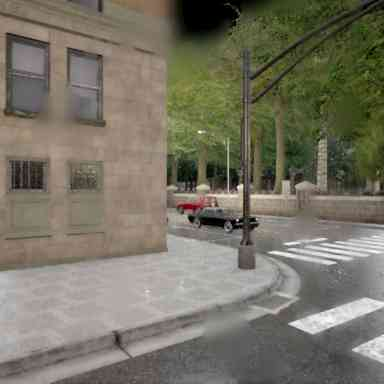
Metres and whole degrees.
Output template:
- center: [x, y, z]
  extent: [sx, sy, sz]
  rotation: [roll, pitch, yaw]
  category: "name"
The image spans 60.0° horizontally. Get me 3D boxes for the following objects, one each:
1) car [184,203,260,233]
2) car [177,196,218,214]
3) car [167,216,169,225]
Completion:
- center: [1.787, 1.585, 19.830]
  extent: [1.895, 1.301, 4.718]
  rotation: [0, 0, -35]
  category: "car"
- center: [0.547, 1.284, 31.774]
  extent: [2.192, 1.841, 5.009]
  rotation: [0, 0, -35]
  category: "car"
- center: [-3.227, 1.543, 22.238]
  extent: [1.947, 1.339, 4.313]
  rotation: [0, 0, -35]
  category: "car"
